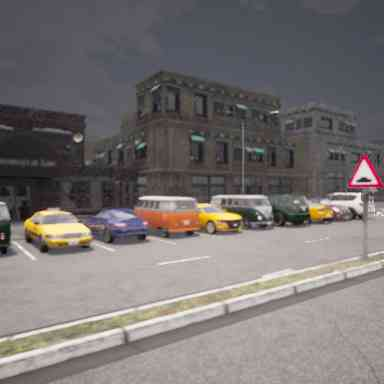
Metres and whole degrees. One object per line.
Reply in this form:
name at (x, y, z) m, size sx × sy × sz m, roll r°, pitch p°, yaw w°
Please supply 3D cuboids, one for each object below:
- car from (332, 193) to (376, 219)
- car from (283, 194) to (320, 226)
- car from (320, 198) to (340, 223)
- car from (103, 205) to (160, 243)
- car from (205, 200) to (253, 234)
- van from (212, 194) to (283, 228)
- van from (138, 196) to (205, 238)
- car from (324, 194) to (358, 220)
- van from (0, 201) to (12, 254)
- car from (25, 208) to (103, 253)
car at (11.992, 1.097, 27.226) m, size 2.435 × 2.045 × 5.566 m, roll 0°, pitch 0°, yaw -36°
car at (5.260, 1.149, 22.415) m, size 2.435 × 2.045 × 5.566 m, roll 0°, pitch 0°, yaw -36°
car at (7.626, 1.382, 24.065) m, size 2.097 × 1.535 × 5.008 m, roll 0°, pitch 0°, yaw -36°
car at (-3.695, 1.505, 15.978) m, size 2.002 × 1.452 × 4.674 m, roll 0°, pitch 0°, yaw -36°
car at (0.787, 1.432, 19.191) m, size 2.097 × 1.535 × 5.008 m, roll 0°, pitch 0°, yaw -36°
van at (3.100, 1.190, 20.694) m, size 1.878 × 1.987 × 4.442 m, roll 0°, pitch 0°, yaw -36°
van at (-1.523, 1.222, 17.677) m, size 1.878 × 1.987 × 4.442 m, roll 0°, pitch 0°, yaw -36°
car at (9.847, 1.240, 25.696) m, size 2.185 × 1.767 × 4.553 m, roll 0°, pitch 0°, yaw -36°
van at (-8.254, 1.274, 12.867) m, size 1.878 × 1.987 × 4.442 m, roll -1°, pitch 0°, yaw -36°
car at (-5.833, 1.480, 14.226) m, size 1.946 × 1.575 × 5.366 m, roll 0°, pitch 0°, yaw -36°
